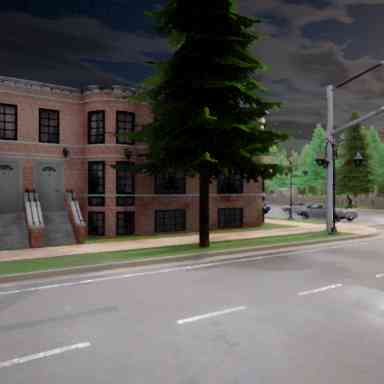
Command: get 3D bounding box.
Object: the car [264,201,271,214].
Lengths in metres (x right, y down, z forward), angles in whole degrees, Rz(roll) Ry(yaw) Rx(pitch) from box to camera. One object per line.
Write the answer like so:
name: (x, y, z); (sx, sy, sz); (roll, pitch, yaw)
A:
car: (5.727, 1.210, 34.959); (2.150, 2.045, 5.566); (0, 0, -31)

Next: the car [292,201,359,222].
car: (10.707, 1.589, 26.565); (1.895, 1.301, 4.718); (0, 0, -31)

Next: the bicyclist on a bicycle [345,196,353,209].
bicyclist on a bicycle: (19.180, 1.281, 40.651); (1.656, 1.620, 0.582); (0, 0, -31)

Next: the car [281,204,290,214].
car: (11.136, 1.587, 32.700); (1.895, 1.301, 4.718); (0, 0, -31)
